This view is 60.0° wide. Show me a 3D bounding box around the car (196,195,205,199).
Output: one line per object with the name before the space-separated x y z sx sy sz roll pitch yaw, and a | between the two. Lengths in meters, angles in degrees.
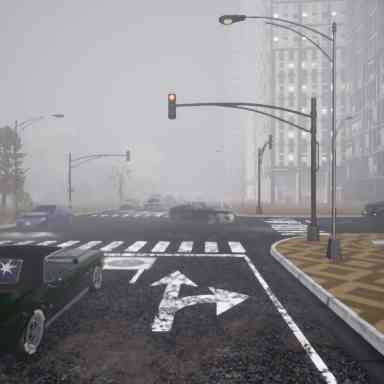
car | 2.049 1.532 79.145 1.812 1.442 4.674 0 0 5

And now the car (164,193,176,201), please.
car | -4.894 1.095 73.846 1.882 1.535 5.008 0 0 5

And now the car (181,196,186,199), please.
car | -2.175 1.525 67.312 1.812 1.442 4.674 0 0 5

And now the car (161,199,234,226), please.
car | 0.581 1.449 22.943 4.902 1.511 2.128 0 1 36

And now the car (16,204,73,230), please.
car | -9.106 1.518 21.079 1.812 1.442 4.674 0 0 3

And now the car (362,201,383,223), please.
car | 14.841 1.059 22.956 5.566 2.045 2.150 0 0 5

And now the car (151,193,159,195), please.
car | -6.229 1.216 58.129 2.150 2.045 5.566 0 0 5

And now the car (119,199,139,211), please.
car | -7.566 1.538 41.607 2.033 1.411 5.357 0 0 5

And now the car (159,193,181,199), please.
car | -3.461 1.346 52.123 2.097 1.767 4.553 0 0 5

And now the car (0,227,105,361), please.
car | -3.038 1.600 5.960 1.895 1.301 4.718 0 0 1

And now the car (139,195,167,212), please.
car | -4.495 1.496 39.244 1.837 1.490 4.892 0 0 5
